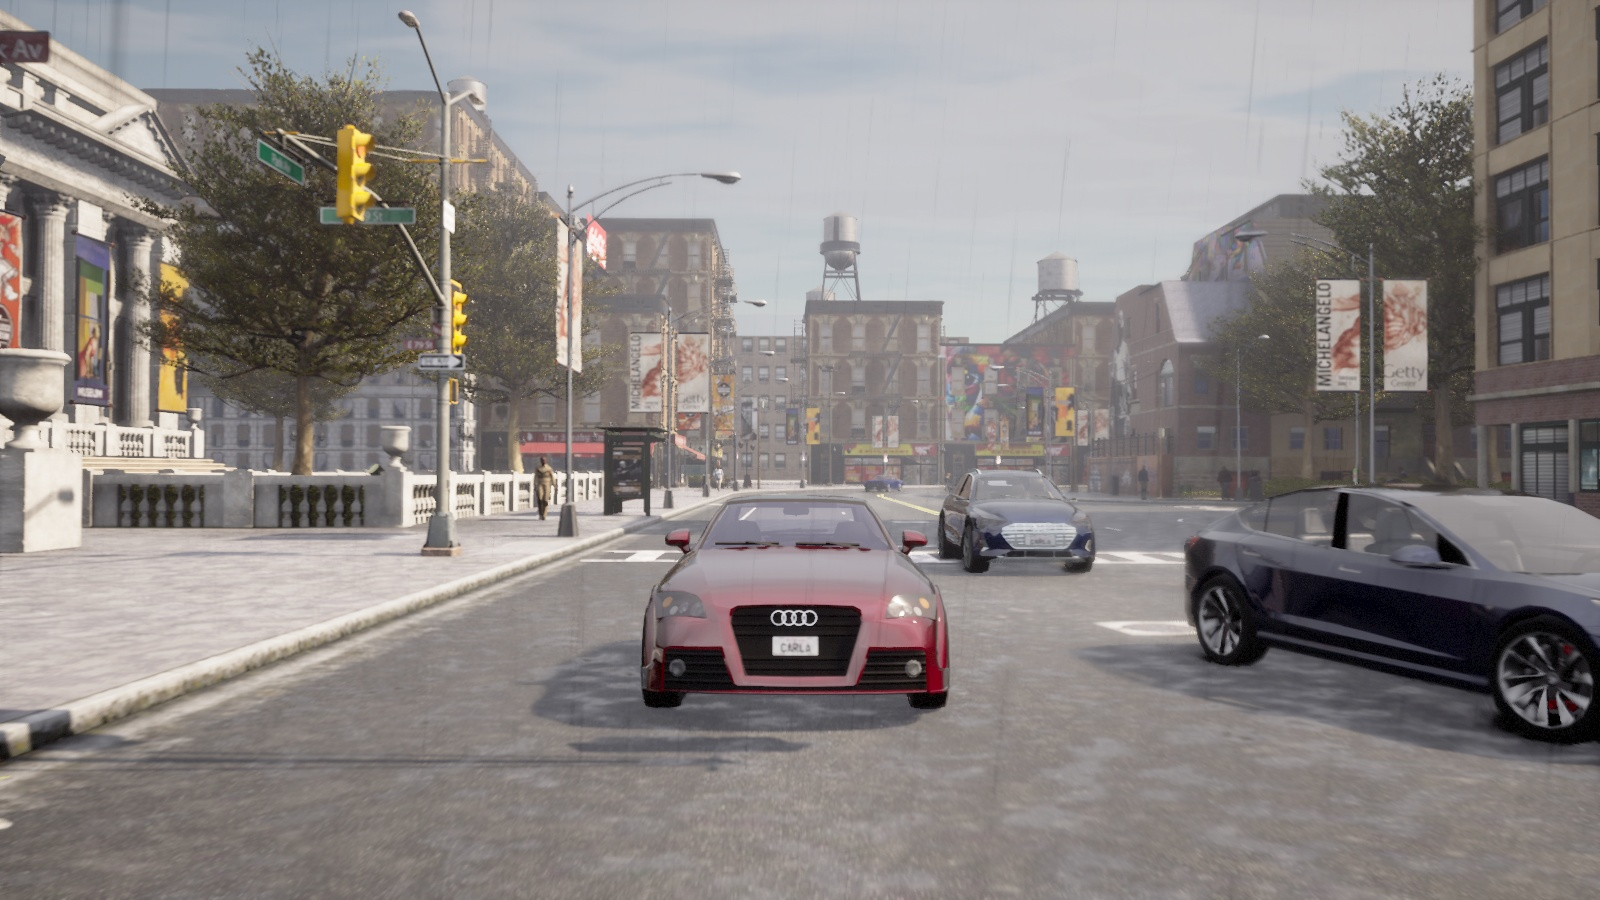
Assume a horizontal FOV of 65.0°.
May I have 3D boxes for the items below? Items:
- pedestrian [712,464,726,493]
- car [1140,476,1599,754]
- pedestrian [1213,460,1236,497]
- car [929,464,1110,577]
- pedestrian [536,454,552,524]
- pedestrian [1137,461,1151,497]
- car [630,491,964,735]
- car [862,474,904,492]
[{"bbox_3d":[-5.353,1.883,83.047,0.874,1.855,0.900,0,-1,2],"label":"pedestrian"},{"bbox_3d":[4.767,0.948,9.119,2.163,1.488,4.792,0,-1,-18],"label":"car"},{"bbox_3d":[21.224,1.437,62.764,0.899,1.844,0.634,0,-1,-35],"label":"pedestrian"},{"bbox_3d":[3.513,1.083,21.057,2.033,1.649,4.856,0,-1,-2],"label":"car"},{"bbox_3d":[-7.099,1.083,34.854,0.396,1.930,0.692,0,-1,-8],"label":"pedestrian"},{"bbox_3d":[17.613,1.479,64.389,0.402,1.842,0.726,0,-1,-10],"label":"pedestrian"},{"bbox_3d":[-0.023,1.039,9.604,1.994,1.385,4.181,0,-1,0],"label":"car"},{"bbox_3d":[6.310,2.480,94.992,1.895,1.301,4.718,-1,-1,21],"label":"car"}]
